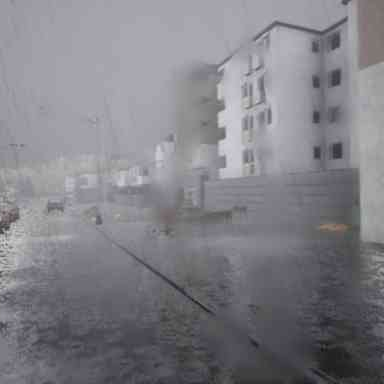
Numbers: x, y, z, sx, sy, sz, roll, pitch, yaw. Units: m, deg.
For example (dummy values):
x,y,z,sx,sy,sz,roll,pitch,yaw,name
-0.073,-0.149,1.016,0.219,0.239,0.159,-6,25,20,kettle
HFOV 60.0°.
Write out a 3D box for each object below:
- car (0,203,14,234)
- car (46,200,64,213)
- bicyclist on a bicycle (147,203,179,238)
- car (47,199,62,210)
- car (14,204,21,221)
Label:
x,y,z,sx,sy,sz,roll,pitch,yaw,name
-12.365,1.554,20.148,2.097,1.767,4.553,-1,0,-23,car
-17.382,1.778,42.328,1.837,1.490,4.892,-1,0,-23,car
-1.378,1.361,15.889,1.656,1.620,0.582,-1,0,-23,bicyclist on a bicycle
-21.458,1.885,51.749,2.033,1.411,5.357,-1,0,-23,car
-16.282,1.741,29.249,1.882,1.535,5.008,-1,0,-23,car
